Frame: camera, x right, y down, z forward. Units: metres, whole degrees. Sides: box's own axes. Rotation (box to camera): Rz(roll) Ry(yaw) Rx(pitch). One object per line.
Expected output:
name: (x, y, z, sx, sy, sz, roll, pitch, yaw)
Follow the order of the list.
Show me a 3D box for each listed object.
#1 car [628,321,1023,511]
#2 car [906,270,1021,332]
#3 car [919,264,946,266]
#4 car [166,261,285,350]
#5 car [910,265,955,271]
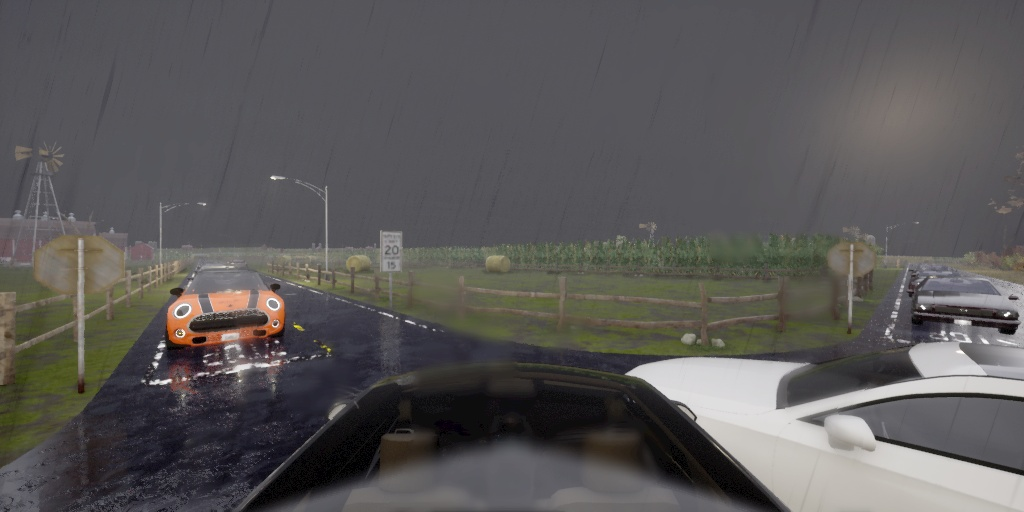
car: (2.868, 1.293, 2.162, 1.812, 1.442, 4.674, 0, 1, -43)
car: (13.686, 1.331, 11.065, 5.357, 1.411, 2.033, 0, 1, -42)
car: (28.790, 1.300, 24.617, 4.902, 1.511, 2.128, 0, 1, -42)
car: (-7.429, 1.135, 9.416, 2.097, 1.767, 4.553, 0, 0, -39)
car: (21.121, 1.358, 17.742, 4.181, 1.385, 1.994, 0, 1, -42)
